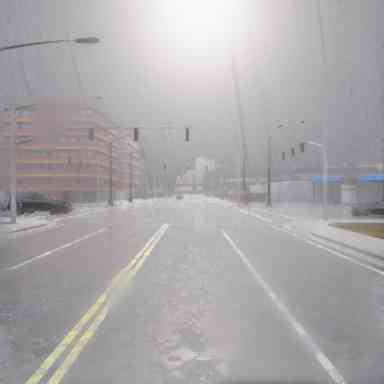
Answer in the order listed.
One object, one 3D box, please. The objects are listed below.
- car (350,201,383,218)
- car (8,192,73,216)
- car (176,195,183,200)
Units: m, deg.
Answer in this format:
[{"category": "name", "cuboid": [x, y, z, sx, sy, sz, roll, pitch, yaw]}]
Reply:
[{"category": "car", "cuboid": [16.415, 1.495, 29.601, 4.181, 1.385, 1.994, 0, 0, 1]}, {"category": "car", "cuboid": [-14.023, 1.080, 30.872, 5.566, 2.045, 2.150, 1, 0, 1]}, {"category": "car", "cuboid": [-3.500, 1.586, 94.651, 1.895, 1.301, 4.718, 0, 0, 0]}]
